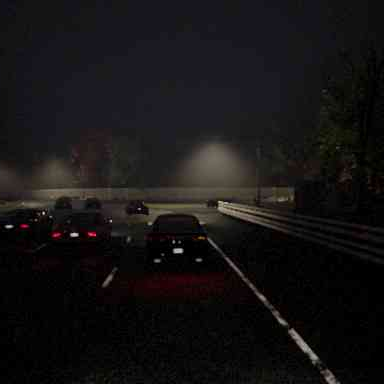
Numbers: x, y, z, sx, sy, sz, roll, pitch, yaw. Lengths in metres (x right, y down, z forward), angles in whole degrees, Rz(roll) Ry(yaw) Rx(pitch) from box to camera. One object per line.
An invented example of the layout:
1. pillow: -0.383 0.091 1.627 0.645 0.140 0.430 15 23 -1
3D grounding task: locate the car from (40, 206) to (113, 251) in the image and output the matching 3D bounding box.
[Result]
1. car: -4.553 1.572 14.319 2.033 1.411 5.357 0 0 -8

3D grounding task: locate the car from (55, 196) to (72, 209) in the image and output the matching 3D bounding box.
1. car: -17.036 1.651 43.929 1.994 1.385 4.181 0 0 -25

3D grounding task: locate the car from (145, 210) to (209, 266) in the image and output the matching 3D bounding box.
1. car: -0.544 1.486 11.710 1.882 1.535 5.008 0 0 -4

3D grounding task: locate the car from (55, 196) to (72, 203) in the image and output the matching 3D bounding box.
1. car: -28.904 1.627 74.797 1.882 1.535 5.008 0 0 -42

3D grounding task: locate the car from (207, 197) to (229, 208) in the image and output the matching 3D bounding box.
1. car: 3.946 1.491 48.382 1.882 1.535 5.008 -1 0 29

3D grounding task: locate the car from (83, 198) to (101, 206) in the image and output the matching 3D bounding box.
1. car: -13.361 1.552 44.370 1.882 1.535 5.008 0 0 -24

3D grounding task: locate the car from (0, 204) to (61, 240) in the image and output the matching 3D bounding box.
1. car: -8.567 1.589 17.274 2.033 1.411 5.357 0 0 -10

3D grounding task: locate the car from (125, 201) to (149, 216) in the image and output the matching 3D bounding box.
1. car: -5.696 1.604 34.017 1.994 1.385 4.181 0 0 -18
